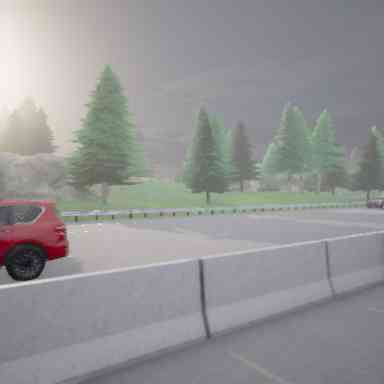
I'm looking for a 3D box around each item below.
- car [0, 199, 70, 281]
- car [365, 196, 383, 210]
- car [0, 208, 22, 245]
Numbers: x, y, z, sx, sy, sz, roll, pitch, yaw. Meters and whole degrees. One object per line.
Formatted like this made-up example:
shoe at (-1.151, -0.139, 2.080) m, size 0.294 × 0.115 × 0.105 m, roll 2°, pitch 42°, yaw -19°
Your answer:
car at (-6.003, 1.221, 8.308) m, size 5.566 × 2.045 × 2.150 m, roll 0°, pitch 0°, yaw -36°
car at (24.281, 1.309, 42.730) m, size 4.553 × 1.767 × 2.097 m, roll 0°, pitch 0°, yaw -35°
car at (-10.024, 1.505, 14.039) m, size 4.892 × 1.490 × 1.837 m, roll 0°, pitch 0°, yaw -36°
